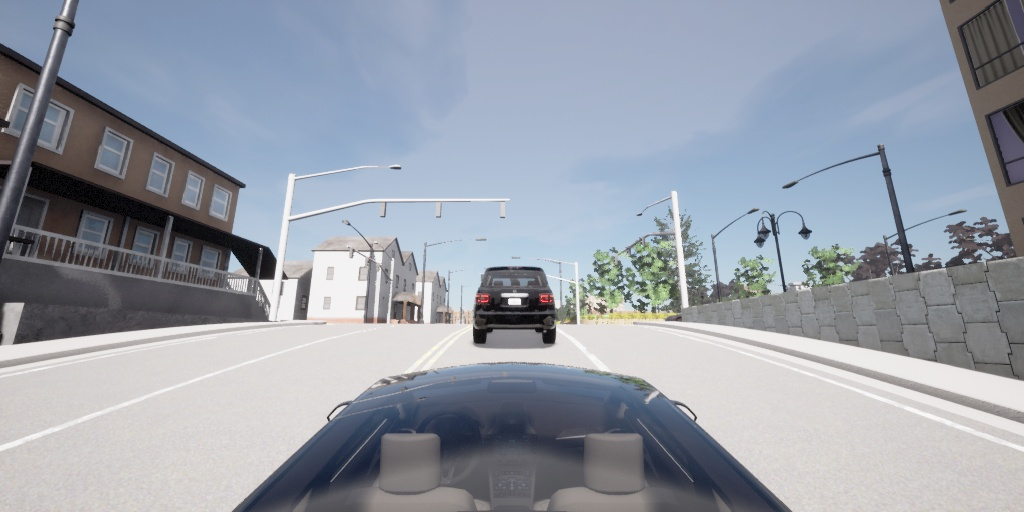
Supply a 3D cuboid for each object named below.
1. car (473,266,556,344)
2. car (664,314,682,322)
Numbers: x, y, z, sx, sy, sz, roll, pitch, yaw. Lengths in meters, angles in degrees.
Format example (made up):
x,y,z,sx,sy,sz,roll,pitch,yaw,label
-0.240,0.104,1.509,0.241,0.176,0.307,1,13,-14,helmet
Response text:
x,y,z,sx,sy,sz,roll,pitch,yaw,label
0.069,1.502,11.183,2.150,2.045,5.566,0,-7,0,car
15.885,5.452,31.716,4.553,1.767,2.097,0,-12,1,car
